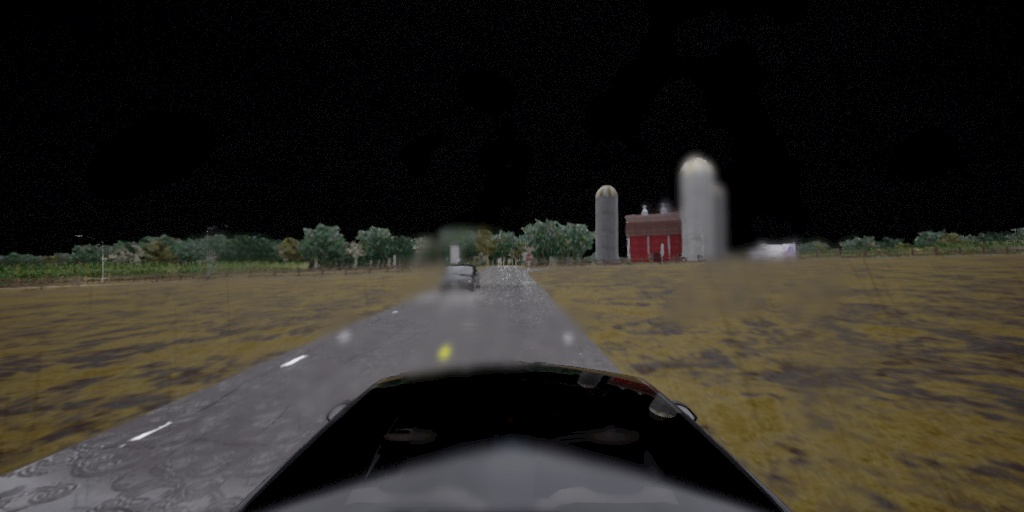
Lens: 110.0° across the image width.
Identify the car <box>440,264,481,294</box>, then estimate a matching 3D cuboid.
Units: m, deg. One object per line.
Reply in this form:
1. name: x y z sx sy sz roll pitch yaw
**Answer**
1. car: -2.849 1.245 20.494 1.837 1.490 4.892 0 0 0
